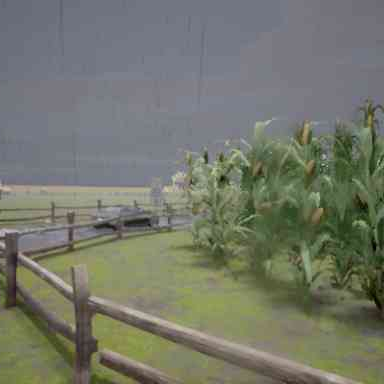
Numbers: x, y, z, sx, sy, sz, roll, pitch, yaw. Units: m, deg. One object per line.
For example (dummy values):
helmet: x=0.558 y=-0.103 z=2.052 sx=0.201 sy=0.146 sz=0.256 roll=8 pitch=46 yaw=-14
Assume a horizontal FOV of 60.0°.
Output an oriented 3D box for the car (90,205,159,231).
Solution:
car: x=-3.824 y=1.427 z=19.420 sx=1.994 sy=1.385 sz=4.181 roll=2 pitch=1 yaw=35
